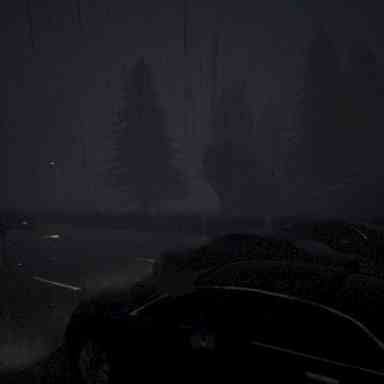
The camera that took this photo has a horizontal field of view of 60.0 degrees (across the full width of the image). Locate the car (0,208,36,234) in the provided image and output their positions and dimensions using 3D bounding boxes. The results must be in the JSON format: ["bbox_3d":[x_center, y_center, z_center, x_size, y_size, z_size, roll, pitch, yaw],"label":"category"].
[{"bbox_3d":[-11.910,1.740,21.083,5.008,1.535,1.882,-1,-1,35],"label":"car"}]

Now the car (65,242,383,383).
[{"bbox_3d":[0.636,1.522,3.538,4.892,1.490,1.837,0,0,35],"label":"car"}]

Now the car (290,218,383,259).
[{"bbox_3d":[3.725,1.534,9.933,4.892,1.490,1.837,-1,0,35],"label":"car"}]

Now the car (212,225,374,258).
[{"bbox_3d":[1.230,1.561,7.414,4.674,1.442,1.812,-1,0,35],"label":"car"}]
